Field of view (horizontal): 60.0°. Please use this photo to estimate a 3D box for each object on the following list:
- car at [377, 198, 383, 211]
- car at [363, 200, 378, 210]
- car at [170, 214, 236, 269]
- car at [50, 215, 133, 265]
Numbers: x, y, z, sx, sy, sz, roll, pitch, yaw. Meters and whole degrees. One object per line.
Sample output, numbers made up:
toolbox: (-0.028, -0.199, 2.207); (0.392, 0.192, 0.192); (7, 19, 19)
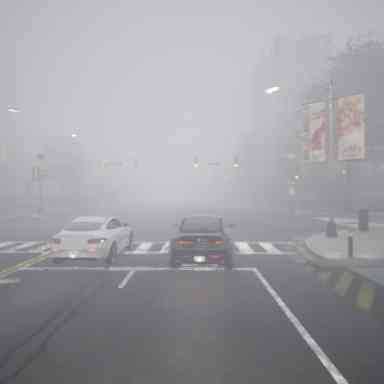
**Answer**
car: (23.532, 1.620, 36.578); (4.718, 1.301, 1.895); (0, 0, 0)
car: (23.246, 1.525, 40.071); (4.892, 1.490, 1.837); (0, 0, 0)
car: (0.406, 1.509, 11.254); (1.837, 1.490, 4.892); (0, 0, 5)
car: (-3.310, 1.527, 11.603); (1.812, 1.442, 4.674); (0, 0, 1)
